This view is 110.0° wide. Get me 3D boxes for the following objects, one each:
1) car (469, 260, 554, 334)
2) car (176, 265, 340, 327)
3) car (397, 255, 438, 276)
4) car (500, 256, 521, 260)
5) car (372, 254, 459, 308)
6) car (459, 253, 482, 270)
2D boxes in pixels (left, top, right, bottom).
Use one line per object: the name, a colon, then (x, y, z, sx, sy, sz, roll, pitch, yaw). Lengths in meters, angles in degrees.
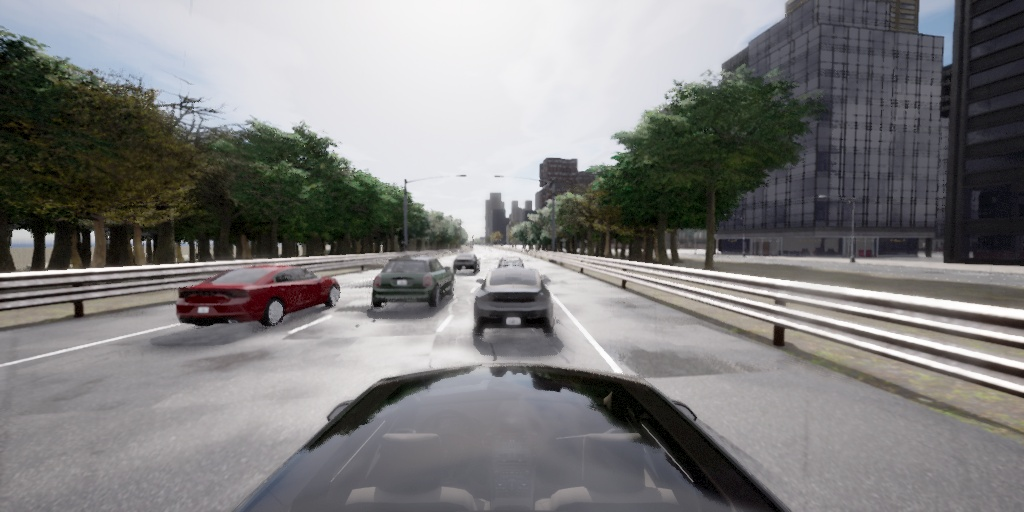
car: (0.038, 1.037, 9.802, 1.837, 1.490, 4.892, 0, 1, 0)
car: (-6.958, 0.991, 10.559, 1.882, 1.535, 5.008, 0, 2, 0)
car: (-7.095, 0.669, 27.357, 1.895, 1.301, 4.718, 0, 2, 0)
car: (-0.094, 0.668, 27.368, 1.895, 1.301, 4.718, 0, 2, 0)
car: (-3.465, 0.791, 13.407, 2.097, 1.767, 4.553, 0, 2, 0)
car: (-3.613, 0.529, 29.033, 1.837, 1.490, 4.892, 0, 2, -1)
